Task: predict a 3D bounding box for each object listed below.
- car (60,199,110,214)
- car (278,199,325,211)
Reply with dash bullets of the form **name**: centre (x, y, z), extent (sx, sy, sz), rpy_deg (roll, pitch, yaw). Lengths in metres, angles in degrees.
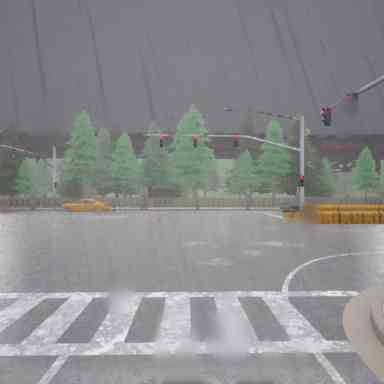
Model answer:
- **car**: centre (-11.144, 1.477, 34.752), extent (5.008, 1.535, 1.882), rpy_deg (0, 0, -2)
- **car**: centre (11.671, 1.491, 35.447), extent (4.902, 1.511, 2.128), rpy_deg (0, 0, -2)
